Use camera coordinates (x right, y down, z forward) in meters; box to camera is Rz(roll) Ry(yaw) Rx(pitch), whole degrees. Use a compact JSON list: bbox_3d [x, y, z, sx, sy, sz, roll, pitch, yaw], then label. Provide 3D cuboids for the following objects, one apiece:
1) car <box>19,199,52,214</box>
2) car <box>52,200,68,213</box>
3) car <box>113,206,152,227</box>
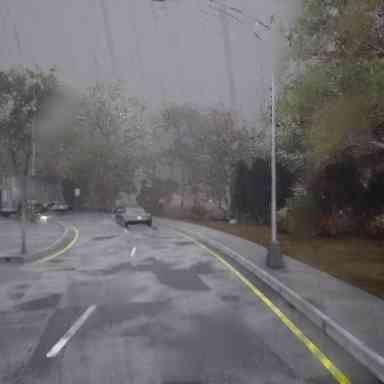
[{"bbox_3d":[-17.398,1.398,35.573,4.553,1.767,2.097,2,0,42],"label":"car"},{"bbox_3d":[-15.795,1.635,37.699,4.181,1.385,1.994,1,0,41],"label":"car"},{"bbox_3d":[-4.291,1.689,23.817,1.994,1.385,4.181,0,0,-24],"label":"car"}]
